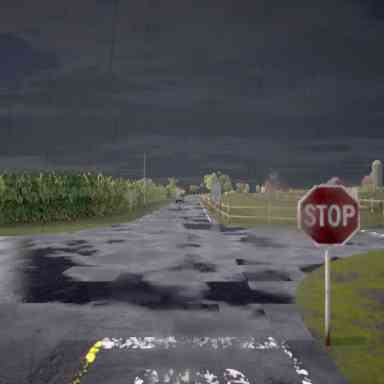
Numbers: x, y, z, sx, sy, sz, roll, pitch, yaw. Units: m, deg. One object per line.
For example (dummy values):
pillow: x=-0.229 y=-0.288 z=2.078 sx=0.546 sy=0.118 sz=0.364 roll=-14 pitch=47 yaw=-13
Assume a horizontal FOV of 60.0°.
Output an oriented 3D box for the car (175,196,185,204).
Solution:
car: x=-2.394 y=1.567 z=65.725 sx=2.033 sy=1.411 sz=5.357 roll=0 pitch=0 yaw=0
